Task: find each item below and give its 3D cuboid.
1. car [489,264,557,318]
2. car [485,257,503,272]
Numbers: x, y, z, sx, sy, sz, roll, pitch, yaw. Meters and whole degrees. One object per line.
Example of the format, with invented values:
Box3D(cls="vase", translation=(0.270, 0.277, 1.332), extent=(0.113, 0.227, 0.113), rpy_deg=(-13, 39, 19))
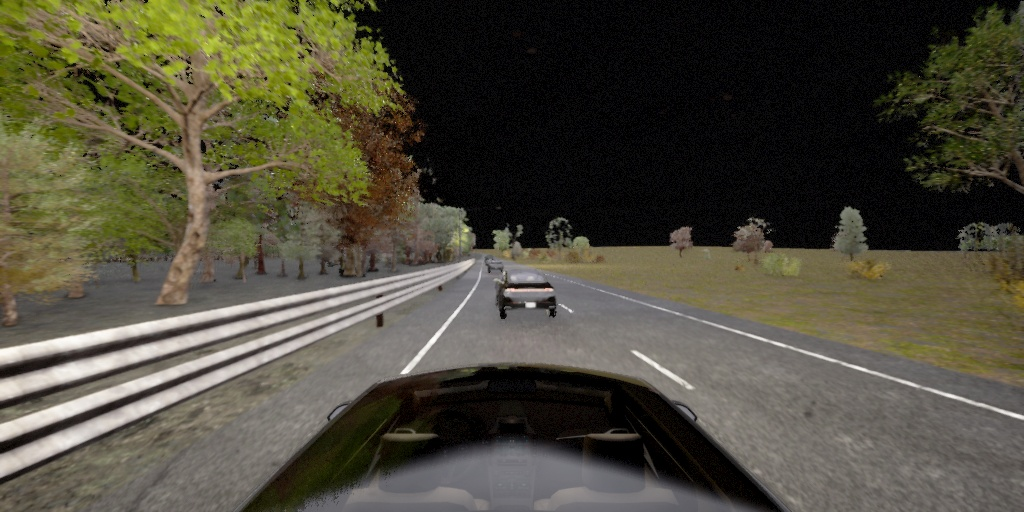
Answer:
Box3D(cls="car", translation=(0.363, 1.224, 12.918), extent=(2.128, 1.511, 4.902), rpy_deg=(0, 0, -4))
Box3D(cls="car", translation=(-1.946, 1.159, 42.833), extent=(2.128, 1.511, 4.902), rpy_deg=(0, 0, -4))
